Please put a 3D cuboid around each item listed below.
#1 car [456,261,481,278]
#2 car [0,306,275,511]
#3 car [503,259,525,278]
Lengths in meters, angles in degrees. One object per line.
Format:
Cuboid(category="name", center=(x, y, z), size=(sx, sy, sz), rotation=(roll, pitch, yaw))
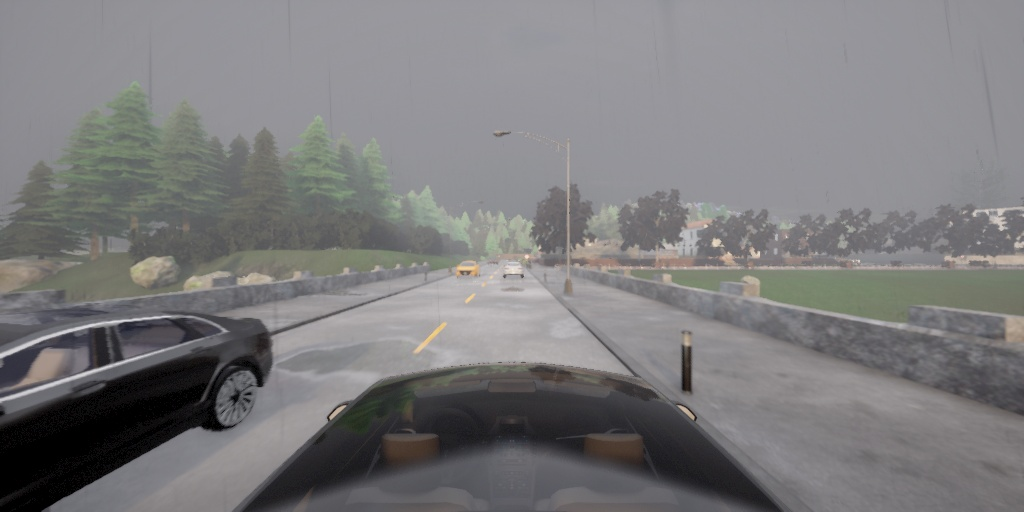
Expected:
Cuboid(category="car", center=(-4.051, 1.224, 33.611), size=(1.882, 1.535, 5.008), rotation=(0, 0, 0))
Cuboid(category="car", center=(-4.100, 1.240, 2.781), size=(2.128, 1.511, 4.902), rotation=(0, 0, 0))
Cuboid(category="car", center=(0.143, 1.274, 34.246), size=(1.812, 1.442, 4.674), rotation=(0, 0, 0))
